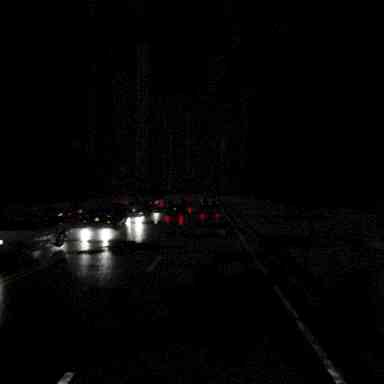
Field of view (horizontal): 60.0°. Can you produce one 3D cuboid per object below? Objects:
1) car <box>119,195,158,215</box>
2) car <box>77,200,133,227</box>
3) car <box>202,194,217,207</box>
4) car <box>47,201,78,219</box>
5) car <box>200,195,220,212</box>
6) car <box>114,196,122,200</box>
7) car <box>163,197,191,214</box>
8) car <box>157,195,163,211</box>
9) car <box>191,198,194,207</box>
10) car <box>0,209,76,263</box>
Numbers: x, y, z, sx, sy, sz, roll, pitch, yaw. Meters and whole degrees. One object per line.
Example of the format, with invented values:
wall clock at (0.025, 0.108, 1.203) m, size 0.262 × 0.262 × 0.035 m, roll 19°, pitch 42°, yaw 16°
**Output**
car at (-4.946, 1.346, 31.651) m, size 2.128 × 1.511 × 4.902 m, roll 1°, pitch 0°, yaw 3°
car at (-5.513, 1.437, 21.659) m, size 1.994 × 1.385 × 4.181 m, roll 1°, pitch 0°, yaw 4°
car at (2.678, 1.252, 49.684) m, size 2.097 × 1.767 × 4.553 m, roll 1°, pitch 0°, yaw 3°
car at (-8.717, 1.357, 22.718) m, size 1.812 × 1.442 × 4.674 m, roll 1°, pitch 0°, yaw 4°
car at (2.019, 1.275, 37.294) m, size 2.097 × 1.767 × 4.553 m, roll 1°, pitch 0°, yaw 3°
car at (-7.783, 1.198, 38.430) m, size 1.882 × 1.535 × 5.008 m, roll 1°, pitch 0°, yaw 3°
car at (-1.473, 1.417, 33.581) m, size 1.812 × 1.442 × 4.674 m, roll 1°, pitch 0°, yaw 4°
car at (-4.535, 1.115, 38.287) m, size 2.097 × 1.767 × 4.553 m, roll 1°, pitch 0°, yaw 3°
car at (-0.712, 1.389, 47.990) m, size 1.812 × 1.442 × 4.674 m, roll 1°, pitch 0°, yaw 4°
car at (-6.057, 1.494, 11.659) m, size 1.895 × 1.301 × 4.718 m, roll 1°, pitch 0°, yaw 3°
